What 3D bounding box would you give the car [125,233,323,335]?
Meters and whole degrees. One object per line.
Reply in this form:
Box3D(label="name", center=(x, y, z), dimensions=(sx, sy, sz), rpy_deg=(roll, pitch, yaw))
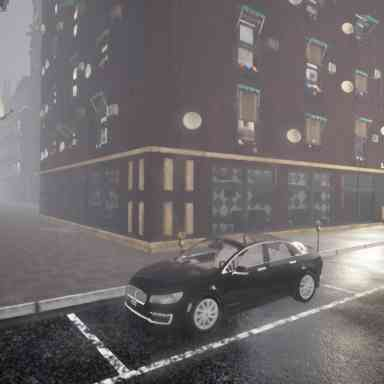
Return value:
Box3D(label="car", center=(0.840, 1.552, 6.650), dimensions=(4.403, 1.369, 2.008), rpy_deg=(0, 1, -36))
